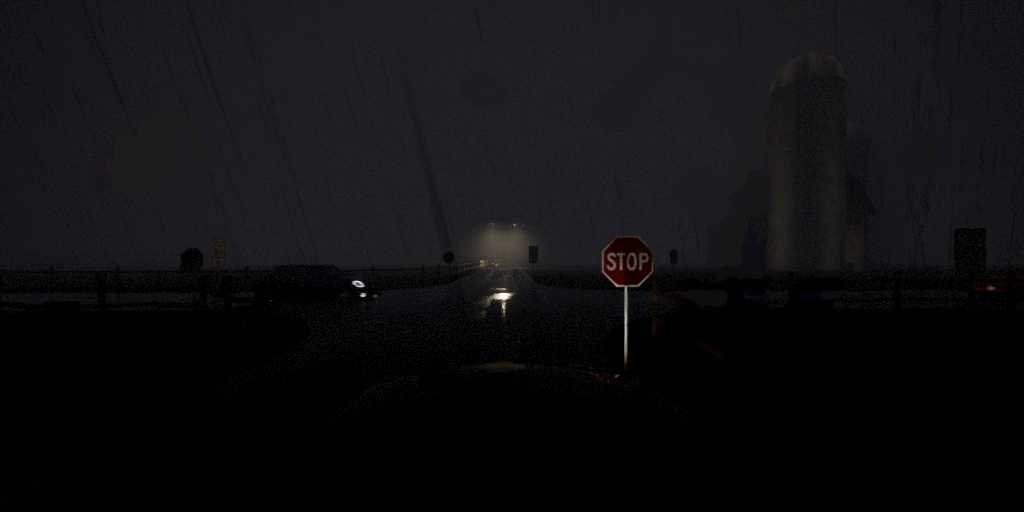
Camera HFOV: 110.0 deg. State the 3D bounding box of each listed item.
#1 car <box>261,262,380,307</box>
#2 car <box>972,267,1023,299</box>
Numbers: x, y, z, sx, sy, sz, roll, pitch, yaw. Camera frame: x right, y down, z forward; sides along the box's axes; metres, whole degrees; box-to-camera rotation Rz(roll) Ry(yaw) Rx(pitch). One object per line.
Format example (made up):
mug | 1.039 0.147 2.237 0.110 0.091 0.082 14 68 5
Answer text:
car | -8.067 1.131 15.245 4.553 1.767 2.097 0 0 0
car | 22.752 1.204 15.197 5.008 1.535 1.882 0 0 0
